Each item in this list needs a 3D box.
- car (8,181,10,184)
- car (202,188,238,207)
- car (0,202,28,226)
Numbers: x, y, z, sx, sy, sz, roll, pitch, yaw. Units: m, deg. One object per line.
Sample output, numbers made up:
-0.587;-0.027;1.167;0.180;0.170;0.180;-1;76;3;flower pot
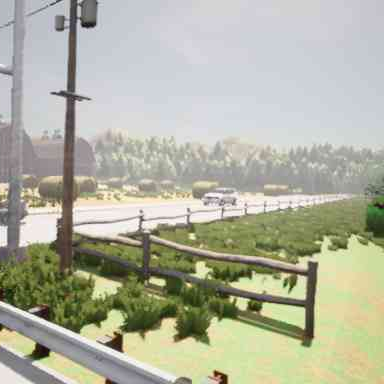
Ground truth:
-43.290;-2.703;81.218;1.905;1.878;3.866;8;2;-14;car
3.288;0.562;37.851;2.150;2.045;5.566;3;2;33;car
-10.661;1.016;16.099;1.895;1.301;4.718;3;2;33;car
